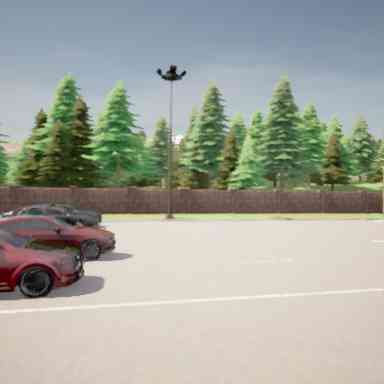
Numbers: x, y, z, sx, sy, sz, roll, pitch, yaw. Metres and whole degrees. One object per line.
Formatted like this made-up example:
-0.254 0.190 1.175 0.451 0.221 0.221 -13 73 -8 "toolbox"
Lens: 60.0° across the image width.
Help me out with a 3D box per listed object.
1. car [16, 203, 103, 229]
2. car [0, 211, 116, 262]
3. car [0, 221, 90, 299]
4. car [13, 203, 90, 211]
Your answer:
-8.225 1.454 21.141 4.892 1.490 1.837 1 0 -12 "car"
-4.942 1.491 11.121 4.674 1.442 1.812 1 0 -12 "car"
-4.663 1.525 7.587 4.181 1.385 1.994 1 0 -12 "car"
-7.481 1.456 17.719 4.892 1.490 1.837 1 0 -12 "car"
